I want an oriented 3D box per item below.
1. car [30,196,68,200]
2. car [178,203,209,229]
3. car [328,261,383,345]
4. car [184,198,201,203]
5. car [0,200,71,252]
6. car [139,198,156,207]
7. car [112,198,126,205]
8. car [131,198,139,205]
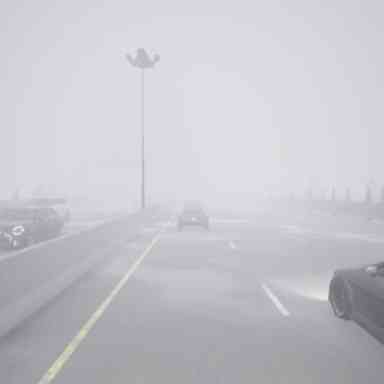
[{"bbox_3d":[-10.611,1.306,24.090,2.150,2.045,5.566,0,0,0],"label":"car"},{"bbox_3d":[0.088,1.641,22.310,1.994,1.385,4.181,0,0,0],"label":"car"},{"bbox_3d":[3.597,1.580,4.700,1.994,1.385,4.181,0,0,0],"label":"car"},{"bbox_3d":[0.078,1.513,39.868,2.097,1.767,4.553,0,0,0],"label":"car"},{"bbox_3d":[-7.107,1.398,13.977,2.097,1.767,4.553,0,0,0],"label":"car"},{"bbox_3d":[-7.083,1.760,55.614,1.837,1.490,4.892,0,0,0],"label":"car"},{"bbox_3d":[-14.126,1.877,64.608,1.994,1.385,4.181,0,0,0],"label":"car"},{"bbox_3d":[-10.639,1.845,64.814,1.812,1.442,4.674,0,0,0],"label":"car"}]
